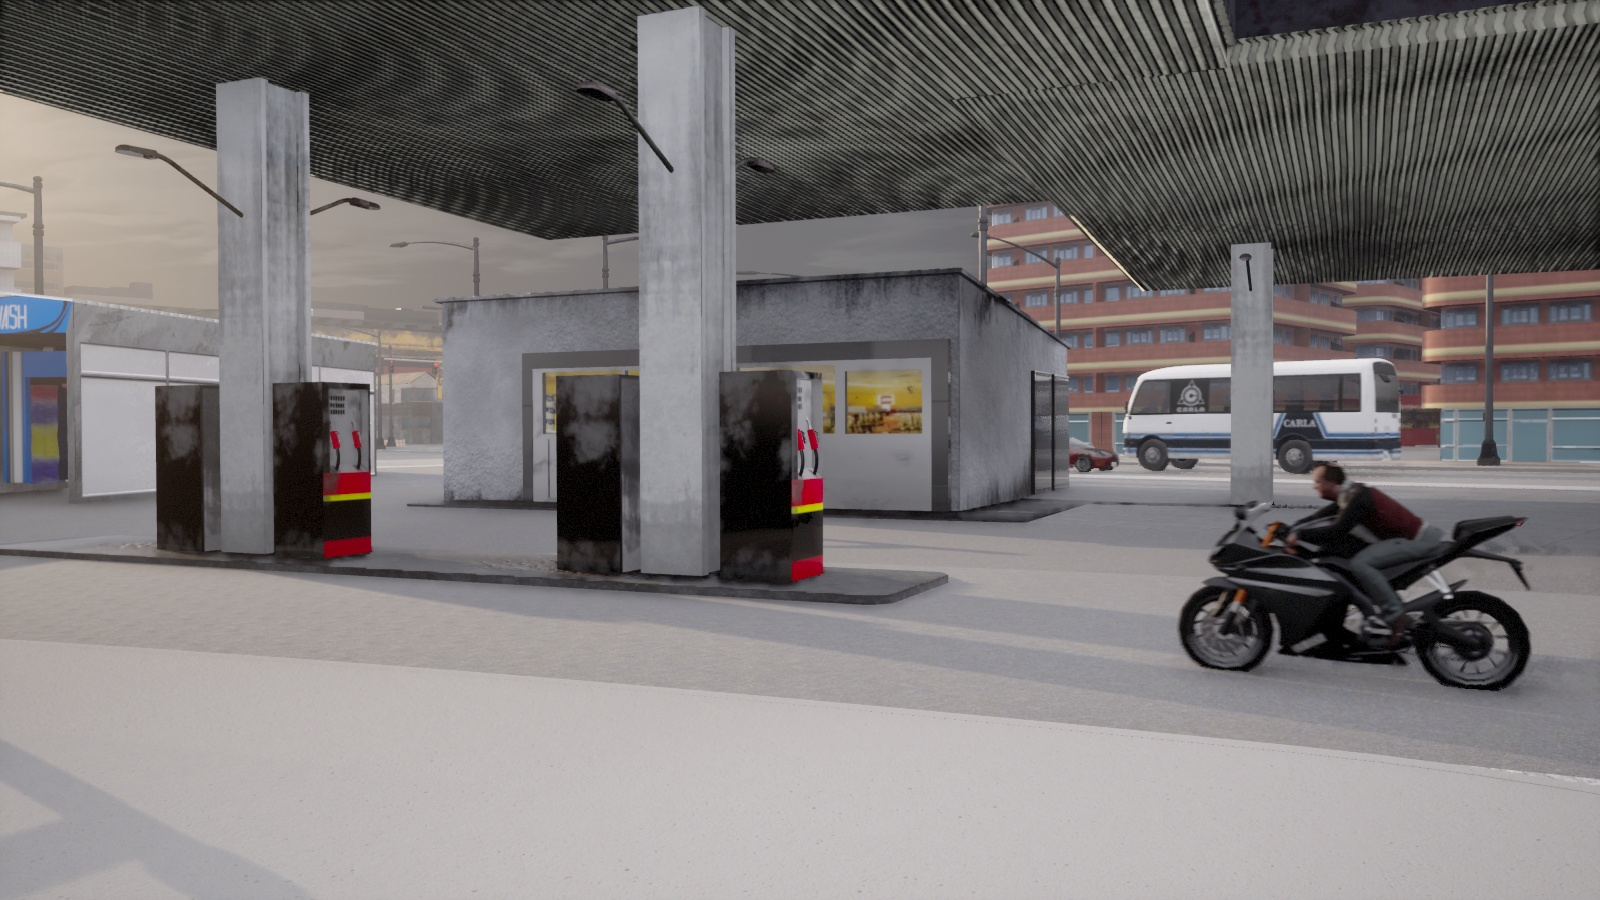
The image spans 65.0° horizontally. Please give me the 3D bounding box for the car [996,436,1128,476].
[{"bbox_3d":[10.542,0.207,50.703,4.792,1.488,2.163,1,1,42],"label":"car"}]

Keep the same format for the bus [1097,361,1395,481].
[{"bbox_3d":[17.289,-1.123,49.347,10.273,4.253,3.944,1,1,42],"label":"bus"}]

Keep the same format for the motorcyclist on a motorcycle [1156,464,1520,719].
[{"bbox_3d":[3.662,0.889,8.668,2.191,1.530,0.866,1,1,26],"label":"motorcyclist on a motorcycle"}]
